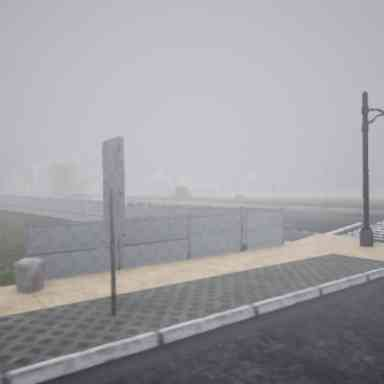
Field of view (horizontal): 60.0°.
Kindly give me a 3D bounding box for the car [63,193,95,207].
[{"bbox_3d":[-12.749,0.868,37.528,4.553,1.767,2.097,1,2,43],"label":"car"}]
